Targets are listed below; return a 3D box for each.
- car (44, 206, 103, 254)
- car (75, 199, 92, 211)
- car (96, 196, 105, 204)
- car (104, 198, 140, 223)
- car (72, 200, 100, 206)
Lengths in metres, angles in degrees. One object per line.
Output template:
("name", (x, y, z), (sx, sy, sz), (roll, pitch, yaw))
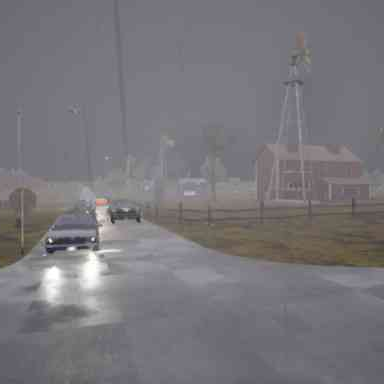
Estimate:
("car", (-4.751, 1.522, 13.763), (2.033, 1.411, 5.357), (0, 0, -15))
("car", (-14.159, 1.650, 43.554), (1.994, 1.385, 4.181), (0, 0, -18))
("car", (-16.516, 1.592, 60.274), (2.097, 1.767, 4.553), (0, -1, -18))
("car", (-5.319, 1.339, 25.536), (2.097, 1.767, 4.553), (0, 0, -18))
("car", (-8.000, 1.549, 24.308), (1.994, 1.385, 4.181), (0, 0, -18))
